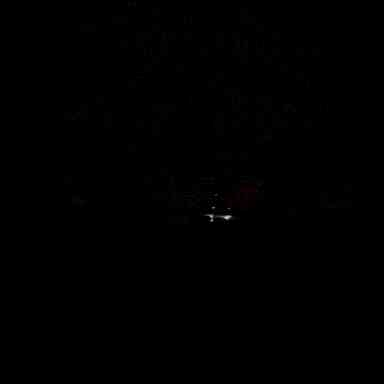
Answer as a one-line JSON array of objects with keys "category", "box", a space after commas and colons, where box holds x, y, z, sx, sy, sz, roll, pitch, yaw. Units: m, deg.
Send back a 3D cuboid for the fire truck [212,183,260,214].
[{"category": "fire truck", "box": [5.946, 0.871, 43.709, 2.891, 3.827, 8.468, 1, 0, 35]}]
